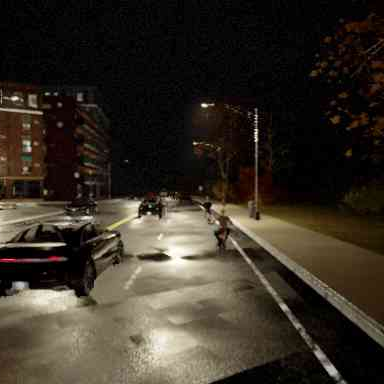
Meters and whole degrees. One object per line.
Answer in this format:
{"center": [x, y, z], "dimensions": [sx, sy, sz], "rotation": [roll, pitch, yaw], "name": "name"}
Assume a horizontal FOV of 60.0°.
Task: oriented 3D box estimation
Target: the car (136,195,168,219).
{"center": [-3.190, 1.278, 26.657], "dimensions": [1.837, 1.490, 4.892], "rotation": [0, 1, -1], "name": "car"}

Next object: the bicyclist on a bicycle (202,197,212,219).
{"center": [0.957, 1.173, 20.692], "dimensions": [0.659, 1.776, 1.843], "rotation": [0, 1, -1], "name": "bicyclist on a bicycle"}

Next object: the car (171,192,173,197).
{"center": [-4.635, 0.661, 93.385], "dimensions": [2.033, 1.411, 5.357], "rotation": [0, 1, -7], "name": "car"}

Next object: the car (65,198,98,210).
{"center": [-9.874, 1.293, 30.040], "dimensions": [1.837, 1.490, 4.892], "rotation": [0, 0, -2], "name": "car"}

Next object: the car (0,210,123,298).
{"center": [-3.044, 1.434, 8.371], "dimensions": [2.128, 1.511, 4.902], "rotation": [0, 1, 0], "name": "car"}

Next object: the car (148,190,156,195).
{"center": [-10.528, 0.452, 87.662], "dimensions": [2.150, 2.045, 5.566], "rotation": [0, 1, -6], "name": "car"}

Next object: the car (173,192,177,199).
{"center": [-2.481, 0.681, 72.288], "dimensions": [2.097, 1.767, 4.553], "rotation": [0, 1, -5], "name": "car"}

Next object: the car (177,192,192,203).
{"center": [-1.121, 0.965, 55.100], "dimensions": [1.882, 1.535, 5.008], "rotation": [0, 1, -4], "name": "car"}

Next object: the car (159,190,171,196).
{"center": [-7.872, 0.374, 93.056], "dimensions": [2.150, 2.045, 5.566], "rotation": [0, 1, -7], "name": "car"}

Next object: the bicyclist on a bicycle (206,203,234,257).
{"center": [1.041, 1.325, 11.411], "dimensions": [0.866, 1.612, 1.509], "rotation": [0, 1, 0], "name": "bicyclist on a bicycle"}

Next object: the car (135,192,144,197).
{"center": [-13.754, 0.732, 87.294], "dimensions": [1.882, 1.535, 5.008], "rotation": [0, 1, -6], "name": "car"}
